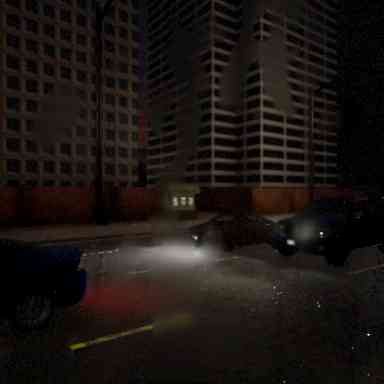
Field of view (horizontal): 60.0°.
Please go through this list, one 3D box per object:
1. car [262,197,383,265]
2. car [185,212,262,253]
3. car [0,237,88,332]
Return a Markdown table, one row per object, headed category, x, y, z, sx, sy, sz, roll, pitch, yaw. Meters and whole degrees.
| category | x | y | z | sx | sy | sz | roll | pitch | yaw |
| --- | --- | --- | --- | --- | --- | --- | --- | --- | --- |
| car | 5.332 | 1.214 | 11.965 | 5.566 | 2.045 | 2.150 | 0 | 0 | -35 |
| car | 1.779 | 1.552 | 13.752 | 4.181 | 1.385 | 1.994 | 0 | 0 | -35 |
| car | -4.253 | 1.473 | 5.259 | 5.008 | 1.535 | 1.882 | 0 | 0 | -35 |
